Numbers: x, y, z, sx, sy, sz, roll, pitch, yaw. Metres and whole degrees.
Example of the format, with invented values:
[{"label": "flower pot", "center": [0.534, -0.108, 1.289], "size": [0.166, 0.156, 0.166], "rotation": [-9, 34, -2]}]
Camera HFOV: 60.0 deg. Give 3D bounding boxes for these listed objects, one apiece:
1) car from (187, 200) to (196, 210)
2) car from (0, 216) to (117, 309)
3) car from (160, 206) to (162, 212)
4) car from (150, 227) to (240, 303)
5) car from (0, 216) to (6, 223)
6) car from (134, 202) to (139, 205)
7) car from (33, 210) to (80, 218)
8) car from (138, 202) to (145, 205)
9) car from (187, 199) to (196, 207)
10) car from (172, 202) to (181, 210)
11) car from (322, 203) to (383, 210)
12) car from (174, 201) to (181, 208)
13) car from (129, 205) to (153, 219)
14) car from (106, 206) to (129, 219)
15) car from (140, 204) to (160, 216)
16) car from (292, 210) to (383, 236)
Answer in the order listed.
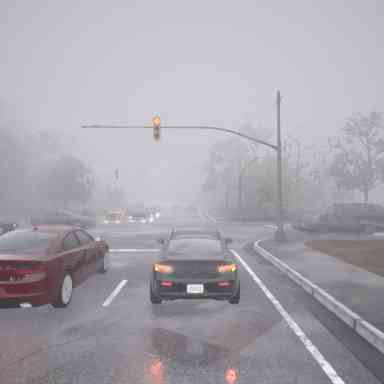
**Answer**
[{"label": "car", "center": [-0.142, 3.301, 77.266], "size": [1.994, 1.385, 4.181], "rotation": [0, 0, 0]}, {"label": "car", "center": [-3.432, 1.556, 8.110], "size": [1.882, 1.535, 5.008], "rotation": [0, -1, 0]}, {"label": "car", "center": [-7.144, 3.307, 66.690], "size": [2.128, 1.511, 4.902], "rotation": [0, 0, 0]}, {"label": "car", "center": [0.065, 1.606, 8.255], "size": [1.812, 1.442, 4.674], "rotation": [0, -1, 0]}, {"label": "car", "center": [-12.248, 2.034, 19.926], "size": [4.718, 1.301, 1.895], "rotation": [-2, -3, 41]}, {"label": "car", "center": [-10.687, 3.103, 55.886], "size": [2.097, 1.767, 4.553], "rotation": [0, -1, 0]}, {"label": "car", "center": [-9.785, 2.180, 25.506], "size": [4.892, 1.490, 1.837], "rotation": [0, -2, 5]}, {"label": "car", "center": [-10.644, 3.037, 66.546], "size": [2.150, 2.045, 5.566], "rotation": [0, 0, 0]}, {"label": "car", "center": [-0.253, 2.890, 87.001], "size": [2.097, 1.767, 4.553], "rotation": [0, 0, -4]}, {"label": "car", "center": [-3.642, 3.353, 76.965], "size": [1.895, 1.301, 4.718], "rotation": [0, 0, 0]}, {"label": "car", "center": [13.186, 1.873, 25.023], "size": [5.566, 2.045, 2.150], "rotation": [0, -2, -2]}, {"label": "car", "center": [-3.761, 3.223, 86.876], "size": [1.812, 1.442, 4.674], "rotation": [0, 0, -4]}, {"label": "car", "center": [-7.173, 3.034, 47.162], "size": [1.882, 1.535, 5.008], "rotation": [0, -2, 1]}, {"label": "car", "center": [-10.684, 3.030, 47.027], "size": [1.882, 1.535, 5.008], "rotation": [0, -2, 0]}, {"label": "car", "center": [-7.189, 3.253, 56.633], "size": [2.128, 1.511, 4.902], "rotation": [0, -1, 0]}, {"label": "car", "center": [9.289, 2.042, 21.409], "size": [5.357, 1.411, 2.033], "rotation": [0, -2, -1]}]
